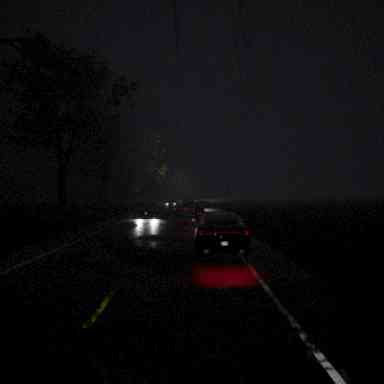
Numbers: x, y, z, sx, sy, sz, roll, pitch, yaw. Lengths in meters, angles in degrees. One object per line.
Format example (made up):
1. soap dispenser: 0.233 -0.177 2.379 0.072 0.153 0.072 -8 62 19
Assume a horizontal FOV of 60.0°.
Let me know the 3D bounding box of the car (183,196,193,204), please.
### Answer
1. car: -0.788 1.573 66.262 1.994 1.385 4.181 0 0 -1

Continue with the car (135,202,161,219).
1. car: -3.765 1.554 29.072 1.994 1.385 4.181 0 0 -1

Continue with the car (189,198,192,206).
1. car: 0.891 1.516 29.003 1.812 1.442 4.674 0 0 -1

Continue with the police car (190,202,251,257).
1. police car: 1.016 1.418 13.097 1.930 1.638 5.238 0 0 0

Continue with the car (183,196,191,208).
1. car: -0.432 1.597 49.353 1.895 1.301 4.718 0 0 -1

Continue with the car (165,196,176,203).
1. car: -4.381 1.521 69.571 1.812 1.442 4.674 0 0 -1

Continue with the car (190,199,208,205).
1. car: 0.948 1.495 22.997 1.837 1.490 4.892 0 0 0
